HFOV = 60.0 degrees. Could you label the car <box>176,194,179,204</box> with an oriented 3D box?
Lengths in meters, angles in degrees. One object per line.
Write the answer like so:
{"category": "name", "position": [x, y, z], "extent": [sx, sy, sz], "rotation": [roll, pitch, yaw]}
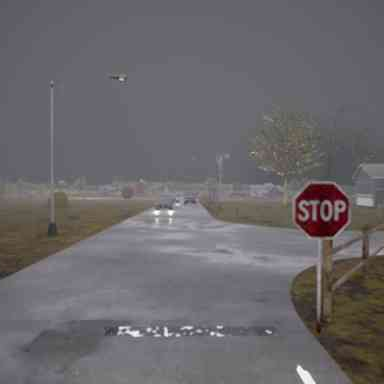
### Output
{"category": "car", "position": [-3.213, 1.062, 55.753], "extent": [2.097, 1.767, 4.553], "rotation": [0, 0, 0]}

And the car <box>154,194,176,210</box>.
{"category": "car", "position": [-3.108, 1.242, 37.615], "extent": [1.837, 1.490, 4.892], "rotation": [0, 1, 0]}

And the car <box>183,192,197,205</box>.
{"category": "car", "position": [-0.263, 1.222, 50.902], "extent": [1.837, 1.490, 4.892], "rotation": [0, 0, -1]}
